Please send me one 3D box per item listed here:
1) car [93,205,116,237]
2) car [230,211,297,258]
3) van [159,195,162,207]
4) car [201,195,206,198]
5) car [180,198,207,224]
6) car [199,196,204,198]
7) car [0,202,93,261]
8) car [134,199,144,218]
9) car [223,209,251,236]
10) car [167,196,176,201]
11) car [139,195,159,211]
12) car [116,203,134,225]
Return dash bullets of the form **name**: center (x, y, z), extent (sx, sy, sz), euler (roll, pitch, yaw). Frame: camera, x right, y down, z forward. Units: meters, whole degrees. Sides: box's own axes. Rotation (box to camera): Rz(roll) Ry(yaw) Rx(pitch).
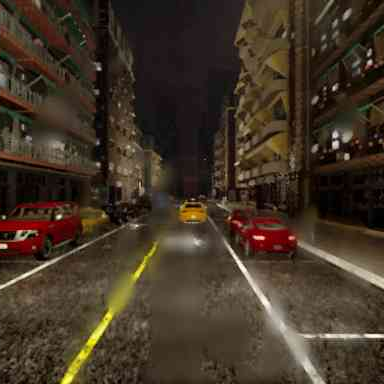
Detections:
- **car**: center (-5.687, 1.532, 18.051), extent (1.752, 1.417, 4.829), euler (0, 0, 0)
- **car**: center (2.693, 1.585, 12.529), extent (1.802, 1.307, 4.206), euler (0, 0, 0)
- **van**: center (-5.686, 1.404, 52.363), extent (1.690, 1.788, 3.998), euler (0, 0, 0)
- **car**: center (2.824, 1.630, 90.662), extent (1.967, 1.590, 4.097), euler (0, 0, 0)
- **car**: center (0.101, 1.490, 24.625), extent (1.882, 1.535, 5.008), euler (0, 0, 0)
- **car**: center (0.102, 1.590, 42.431), extent (2.033, 1.411, 5.357), euler (0, 0, 0)
- **car**: center (-5.686, 1.319, 12.530), extent (2.192, 1.841, 5.009), euler (0, 0, 0)
- **car**: center (-5.687, 1.601, 29.601), extent (1.802, 1.307, 4.206), euler (0, 0, 0)
- **car**: center (2.693, 1.589, 18.219), extent (1.802, 1.307, 4.206), euler (0, 0, 0)
- **car**: center (-5.816, 1.772, 90.662), extent (1.802, 1.307, 4.206), euler (0, 0, 0)
- **car**: center (-5.687, 1.355, 40.981), extent (2.192, 1.841, 5.009), euler (0, 0, 0)
- **car**: center (-5.687, 1.578, 23.912), extent (1.947, 1.339, 4.313), euler (0, 0, 0)
